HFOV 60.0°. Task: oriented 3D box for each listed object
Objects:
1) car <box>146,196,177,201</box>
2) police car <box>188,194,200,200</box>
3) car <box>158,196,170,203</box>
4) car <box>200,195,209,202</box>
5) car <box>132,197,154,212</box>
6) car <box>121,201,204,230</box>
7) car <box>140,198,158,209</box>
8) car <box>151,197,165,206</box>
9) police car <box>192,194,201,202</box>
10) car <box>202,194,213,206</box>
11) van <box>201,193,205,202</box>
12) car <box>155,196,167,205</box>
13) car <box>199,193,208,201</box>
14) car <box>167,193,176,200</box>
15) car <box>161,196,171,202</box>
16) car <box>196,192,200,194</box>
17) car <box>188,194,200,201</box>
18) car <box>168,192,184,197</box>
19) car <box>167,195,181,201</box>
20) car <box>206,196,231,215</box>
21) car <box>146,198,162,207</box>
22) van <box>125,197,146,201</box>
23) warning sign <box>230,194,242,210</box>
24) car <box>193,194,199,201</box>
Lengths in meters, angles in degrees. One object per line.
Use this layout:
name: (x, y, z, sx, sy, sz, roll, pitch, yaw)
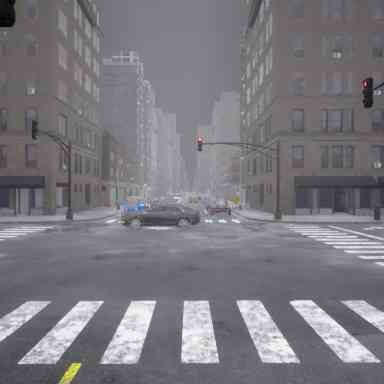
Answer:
car: (-3.003, 1.494, 33.555, 2.128, 1.511, 4.902, 0, 0, 0)
police car: (0.567, 1.415, 95.408, 1.930, 1.638, 5.238, 0, 0, -16)
car: (-5.652, 1.567, 67.423, 1.947, 1.339, 4.313, 0, 0, 0)
car: (2.909, 1.437, 78.743, 1.967, 1.590, 4.097, 0, 0, 0)
car: (-5.740, 1.443, 39.082, 1.967, 1.590, 4.097, 0, 0, 0)
car: (-1.897, 1.505, 20.633, 4.892, 1.490, 1.837, 0, 0, 0)
car: (-5.722, 1.569, 44.750, 1.947, 1.339, 4.313, 0, 0, 0)
car: (-5.687, 1.569, 56.087, 1.947, 1.339, 4.313, 0, 0, 0)
police car: (1.040, 1.422, 79.485, 1.930, 1.638, 5.238, 0, 0, -1)
car: (2.803, 1.443, 44.727, 1.967, 1.590, 4.097, 0, 0, 0)
van: (2.838, 1.344, 56.066, 1.690, 1.788, 3.998, 0, 0, 0)
car: (-5.670, 1.527, 61.585, 1.752, 1.417, 4.829, 0, 0, 0)
car: (2.926, 1.310, 84.412, 2.192, 1.841, 5.009, 0, 0, 0)
car: (-5.582, 1.307, 90.096, 2.192, 1.841, 5.009, 0, 0, 0)
car: (-5.634, 1.544, 73.091, 1.887, 1.381, 4.507, 0, 0, 0)
car: (0.224, 1.292, 72.961, 1.882, 1.535, 5.008, 0, 0, 0)
car: (0.193, 1.603, 62.987, 1.895, 1.301, 4.718, 0, 0, 0)
car: (-2.920, 1.225, 54.530, 2.150, 2.045, 5.566, 0, 0, 0)
car: (-2.966, 1.495, 43.800, 2.128, 1.511, 4.902, 0, 0, 0)
car: (2.768, 1.442, 33.389, 1.967, 1.590, 4.097, 0, 0, 0)
car: (-5.705, 1.585, 50.418, 1.802, 1.307, 4.206, 0, 0, 0)
van: (-5.758, 1.343, 33.413, 1.690, 1.788, 3.998, 0, 0, 0)
warning sign: (5.188, 1.118, 39.376, 1.300, 1.860, 1.060, 0, 0, 0)
car: (1.062, 1.448, 89.580, 1.801, 1.575, 5.366, 0, 0, 0)
